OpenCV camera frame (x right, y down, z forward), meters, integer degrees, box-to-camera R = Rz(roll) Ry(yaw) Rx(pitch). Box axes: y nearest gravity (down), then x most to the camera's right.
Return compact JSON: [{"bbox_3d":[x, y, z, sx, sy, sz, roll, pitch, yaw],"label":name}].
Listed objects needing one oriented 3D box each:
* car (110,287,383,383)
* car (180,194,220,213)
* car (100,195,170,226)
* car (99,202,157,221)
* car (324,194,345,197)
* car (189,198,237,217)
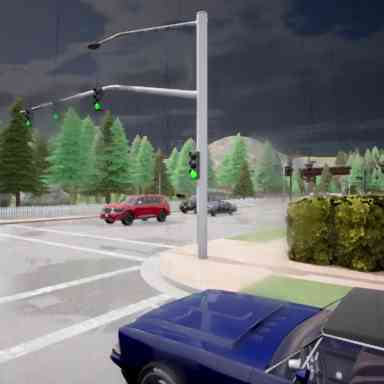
[{"bbox_3d":[1.467,1.601,2.919,4.718,1.301,1.895,0,0,36],"label":"car"},{"bbox_3d":[1.036,1.221,36.144,2.150,2.045,5.566,0,0,39],"label":"car"},{"bbox_3d":[-3.951,1.221,24.227,2.150,2.045,5.566,0,0,38],"label":"car"},{"bbox_3d":[-5.299,1.601,28.161,1.895,1.301,4.718,0,0,38],"label":"car"},{"bbox_3d":[16.860,1.221,38.923,2.150,2.045,5.566,0,0,38],"label":"car"},{"bbox_3d":[2.416,1.547,32.257,2.033,1.411,5.357,0,0,38],"label":"car"}]
